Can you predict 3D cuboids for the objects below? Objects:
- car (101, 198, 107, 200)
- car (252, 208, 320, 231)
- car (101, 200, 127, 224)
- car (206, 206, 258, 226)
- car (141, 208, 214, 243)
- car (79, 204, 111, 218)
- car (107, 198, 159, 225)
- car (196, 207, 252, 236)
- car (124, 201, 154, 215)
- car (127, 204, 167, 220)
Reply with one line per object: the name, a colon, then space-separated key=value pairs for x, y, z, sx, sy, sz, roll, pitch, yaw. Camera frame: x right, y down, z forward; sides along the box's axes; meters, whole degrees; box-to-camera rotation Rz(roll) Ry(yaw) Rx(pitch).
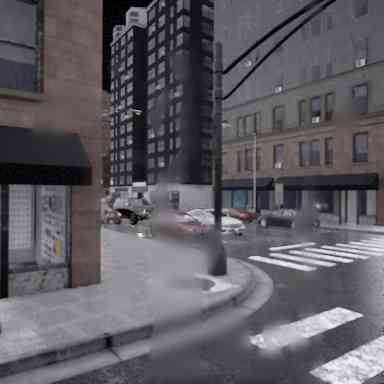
car: x=-12.763 y=1.854 z=49.146 sx=2.192 sy=1.841 sz=5.009 roll=0 pitch=0 yaw=-35
car: x=6.266 y=1.754 z=21.970 sx=2.008 sy=1.369 sz=4.403 roll=0 pitch=0 yaw=-35
car: x=-7.048 y=1.693 z=26.120 sx=1.967 sy=1.590 sz=4.097 roll=0 pitch=0 yaw=-35
car: x=3.095 y=1.840 z=26.498 sx=1.802 sy=1.307 sz=4.206 roll=0 pitch=0 yaw=-35
car: x=-0.703 y=1.724 z=17.059 sx=1.802 sy=1.307 sz=4.206 roll=0 pitch=0 yaw=-35
car: x=-10.418 y=1.969 z=35.446 sx=1.895 sy=1.301 sz=4.718 roll=0 pitch=-1 yaw=-35
car: x=-4.671 y=1.488 z=27.222 sx=2.150 sy=2.045 sz=5.566 roll=0 pitch=-1 yaw=-35
car: x=1.013 y=1.693 z=19.088 sx=1.812 sy=1.442 sz=4.674 roll=0 pitch=-1 yaw=-34
car: x=-6.420 y=1.866 z=40.087 sx=1.967 sy=1.590 sz=4.097 roll=0 pitch=0 yaw=-35
car: x=-4.457 y=1.933 z=32.482 sx=1.895 sy=1.301 sz=4.718 roll=0 pitch=-1 yaw=-35
